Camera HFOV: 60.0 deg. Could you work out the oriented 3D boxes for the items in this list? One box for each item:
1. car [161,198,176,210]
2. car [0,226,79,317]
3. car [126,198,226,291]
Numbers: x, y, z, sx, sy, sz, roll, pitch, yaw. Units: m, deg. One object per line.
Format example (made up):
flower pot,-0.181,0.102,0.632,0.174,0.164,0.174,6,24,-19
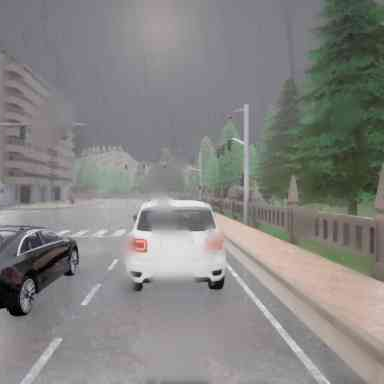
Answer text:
car,-3.166,1.526,44.422,1.812,1.442,4.674,0,0,-4
car,-3.971,1.492,7.405,2.128,1.511,4.902,0,0,-3
car,-0.480,1.221,9.186,2.150,2.045,5.566,0,0,-4
